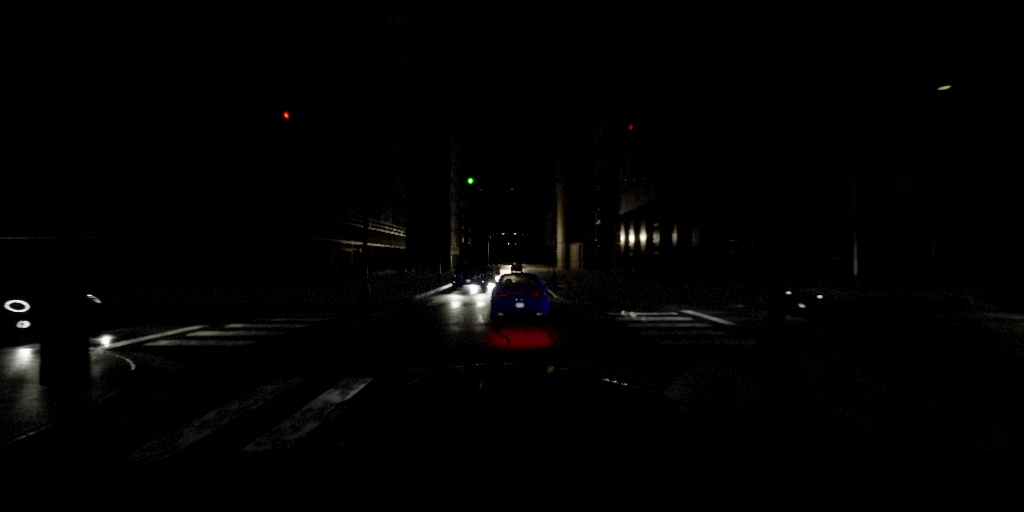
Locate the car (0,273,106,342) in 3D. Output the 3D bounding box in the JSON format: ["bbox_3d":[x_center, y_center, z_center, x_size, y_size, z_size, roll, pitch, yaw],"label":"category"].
[{"bbox_3d":[-13.783,1.217,9.424,4.553,1.767,2.097,0,-1,0],"label":"car"}]

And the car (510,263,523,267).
[{"bbox_3d":[0.711,1.825,54.072,2.033,1.411,5.357,0,-1,1],"label":"car"}]

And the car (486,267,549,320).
[{"bbox_3d":[0.267,1.339,13.205,1.882,1.535,5.008,0,-1,1],"label":"car"}]

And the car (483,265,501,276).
[{"bbox_3d":[-2.467,1.800,45.146,1.895,1.301,4.718,0,-1,1],"label":"car"}]

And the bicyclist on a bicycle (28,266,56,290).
[{"bbox_3d":[-20.310,1.255,15.709,0.582,1.620,1.656,0,0,1],"label":"bicyclist on a bicycle"}]

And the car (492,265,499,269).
[{"bbox_3d":[-2.638,1.695,34.891,1.895,1.301,4.718,0,-1,1],"label":"car"}]

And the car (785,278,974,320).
[{"bbox_3d":[12.210,1.402,12.277,4.718,1.301,1.895,0,-1,3],"label":"car"}]

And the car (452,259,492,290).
[{"bbox_3d":[-2.777,1.216,25.006,2.150,2.045,5.566,0,-1,-1],"label":"car"}]
